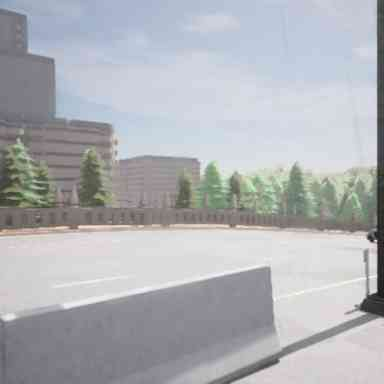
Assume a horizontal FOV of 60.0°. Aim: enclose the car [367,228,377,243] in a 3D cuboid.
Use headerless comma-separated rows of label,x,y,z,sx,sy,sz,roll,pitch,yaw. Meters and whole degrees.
car,13.555,2.814,22.260,4.181,1.385,1.994,7,-4,-35
